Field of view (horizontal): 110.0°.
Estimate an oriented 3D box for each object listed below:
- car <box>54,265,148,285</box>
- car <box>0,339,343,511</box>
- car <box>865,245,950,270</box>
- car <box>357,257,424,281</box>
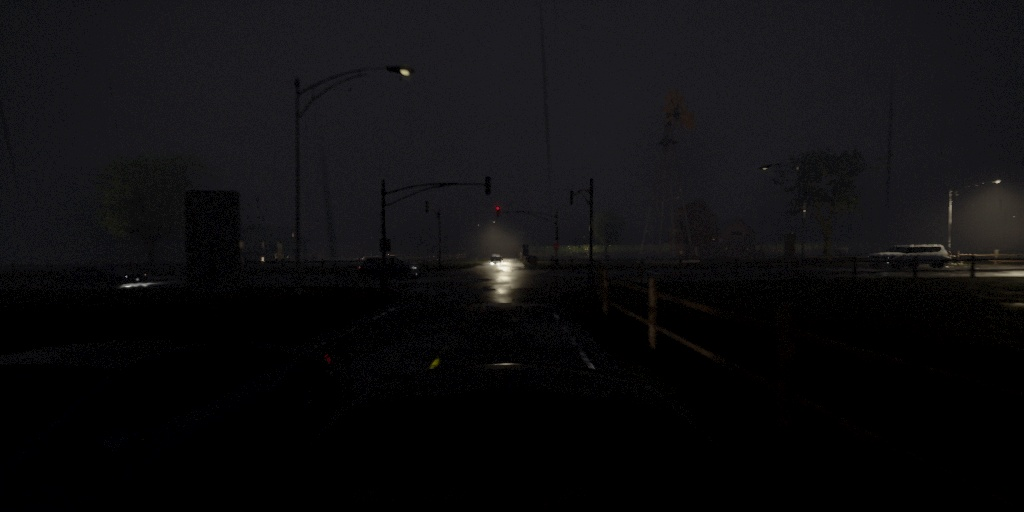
[{"bbox_3d":[-30.614,1.397,26.756,5.357,1.411,2.033,-1,2,0],"label":"car"},{"bbox_3d":[-2.832,1.307,2.191,1.994,1.385,4.181,0,1,0],"label":"car"},{"bbox_3d":[33.528,0.073,30.477,5.566,2.045,2.150,-1,2,0],"label":"car"},{"bbox_3d":[-8.996,0.859,26.802,4.553,1.767,2.097,-1,2,0],"label":"car"}]
